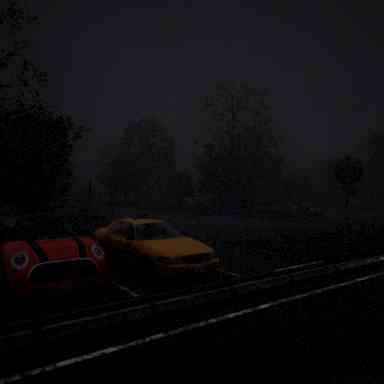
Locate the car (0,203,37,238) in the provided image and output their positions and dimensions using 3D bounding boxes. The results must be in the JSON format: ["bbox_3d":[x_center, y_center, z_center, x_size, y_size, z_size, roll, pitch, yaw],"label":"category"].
[{"bbox_3d":[-10.508,1.475,19.094,1.946,1.575,5.366,0,0,-36],"label":"car"}]

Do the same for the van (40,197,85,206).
[{"bbox_3d":[-8.065,1.266,20.485,1.878,1.987,4.442,0,0,-36],"label":"van"}]

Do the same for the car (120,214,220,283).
[{"bbox_3d":[-1.372,1.484,10.102,1.946,1.575,5.366,0,0,-36],"label":"car"}]

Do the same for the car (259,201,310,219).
[{"bbox_3d":[8.743,1.845,32.721,2.002,1.452,4.674,2,-1,-36],"label":"car"}]

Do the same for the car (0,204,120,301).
[{"bbox_3d":[-3.864,1.348,8.569,2.185,1.767,4.553,0,0,-36],"label":"car"}]

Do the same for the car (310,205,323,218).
[{"bbox_3d":[11.290,1.747,34.615,2.185,1.767,4.553,1,-1,-36],"label":"car"}]
